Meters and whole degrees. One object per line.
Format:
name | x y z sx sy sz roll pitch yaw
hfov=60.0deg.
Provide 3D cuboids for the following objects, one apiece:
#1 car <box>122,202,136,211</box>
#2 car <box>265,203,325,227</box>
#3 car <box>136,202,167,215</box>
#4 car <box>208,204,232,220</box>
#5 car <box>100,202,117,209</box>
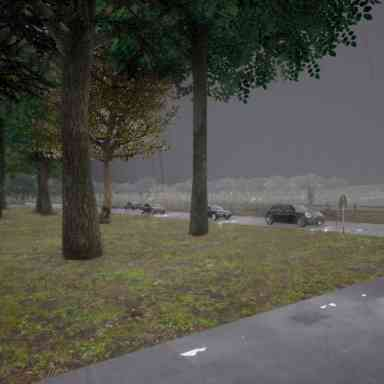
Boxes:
car | -10.294 2.427 56.748 1.837 1.490 4.892 -1 0 -35
car | 7.864 1.687 25.727 2.097 1.767 4.553 -1 0 -35
car | -5.223 2.253 44.416 1.837 1.490 4.892 -1 0 -35
car | 1.997 2.028 34.098 1.837 1.490 4.892 -1 0 -35
car | -16.540 2.653 65.651 2.033 1.411 5.357 -1 0 -35
